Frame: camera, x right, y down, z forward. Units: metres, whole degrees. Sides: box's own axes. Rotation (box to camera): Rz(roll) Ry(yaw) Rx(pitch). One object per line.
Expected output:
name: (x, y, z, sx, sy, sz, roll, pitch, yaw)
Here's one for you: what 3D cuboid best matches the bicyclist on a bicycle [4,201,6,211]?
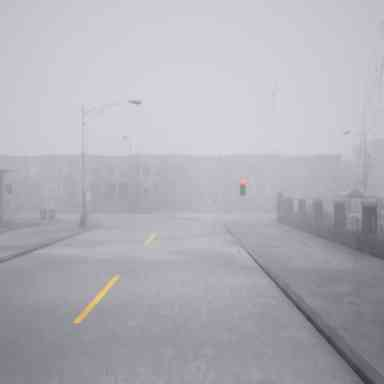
bicyclist on a bicycle: (-21.800, 1.383, 38.117, 0.582, 1.620, 1.656, 0, 0, 0)
